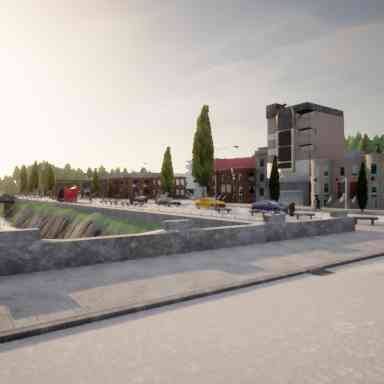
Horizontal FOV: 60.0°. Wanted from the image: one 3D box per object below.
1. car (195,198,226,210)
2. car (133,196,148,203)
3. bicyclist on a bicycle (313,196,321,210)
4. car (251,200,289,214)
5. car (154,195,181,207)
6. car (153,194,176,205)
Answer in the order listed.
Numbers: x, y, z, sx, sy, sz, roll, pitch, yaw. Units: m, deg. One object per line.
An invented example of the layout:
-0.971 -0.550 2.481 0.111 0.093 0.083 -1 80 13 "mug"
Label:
2.320 1.477 42.931 1.882 1.535 5.008 0 0 -35 "car"
-10.772 1.526 68.555 1.812 1.442 4.674 0 0 -36 "car"
14.931 1.349 39.684 1.656 1.620 0.582 0 0 -35 "bicyclist on a bicycle"
8.197 1.526 34.697 1.812 1.442 4.674 0 0 -36 "car"
-3.797 1.547 51.567 2.033 1.411 5.357 0 0 -35 "car"
-5.044 1.352 60.515 2.097 1.767 4.553 0 0 -36 "car"
